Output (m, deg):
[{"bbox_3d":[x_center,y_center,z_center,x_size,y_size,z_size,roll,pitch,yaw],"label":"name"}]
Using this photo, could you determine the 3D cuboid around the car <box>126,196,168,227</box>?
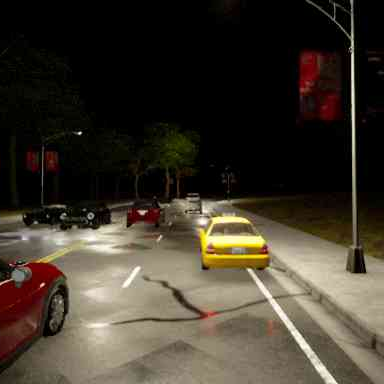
[{"bbox_3d":[-3.072,1.360,22.805,2.097,1.767,4.553,0,0,0],"label":"car"}]

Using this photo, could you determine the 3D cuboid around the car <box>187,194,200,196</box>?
[{"bbox_3d":[0.287,1.248,47.828,2.150,2.045,5.566,0,0,4],"label":"car"}]

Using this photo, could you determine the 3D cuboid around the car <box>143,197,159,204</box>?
[{"bbox_3d":[-7.845,1.604,64.518,1.994,1.385,4.181,0,0,9],"label":"car"}]

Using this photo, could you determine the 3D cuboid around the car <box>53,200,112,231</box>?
[{"bbox_3d":[-6.527,1.358,20.773,2.097,1.767,4.553,0,0,0],"label":"car"}]

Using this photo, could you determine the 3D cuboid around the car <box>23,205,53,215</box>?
[{"bbox_3d":[-9.771,1.609,23.034,1.895,1.301,4.718,0,0,0],"label":"car"}]

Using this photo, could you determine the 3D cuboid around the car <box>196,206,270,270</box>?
[{"bbox_3d":[1.176,1.457,10.917,1.801,1.575,5.366,0,0,0],"label":"car"}]

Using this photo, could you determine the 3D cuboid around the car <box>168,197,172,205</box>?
[{"bbox_3d":[-4.891,1.557,62.251,1.812,1.442,4.674,0,0,8],"label":"car"}]

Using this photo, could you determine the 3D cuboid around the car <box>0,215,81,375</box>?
[{"bbox_3d":[-3.137,1.352,3.791,2.097,1.767,4.553,0,0,0],"label":"car"}]

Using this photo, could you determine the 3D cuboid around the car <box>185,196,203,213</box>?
[{"bbox_3d":[0.188,1.547,37.050,1.812,1.442,4.674,0,0,1],"label":"car"}]
